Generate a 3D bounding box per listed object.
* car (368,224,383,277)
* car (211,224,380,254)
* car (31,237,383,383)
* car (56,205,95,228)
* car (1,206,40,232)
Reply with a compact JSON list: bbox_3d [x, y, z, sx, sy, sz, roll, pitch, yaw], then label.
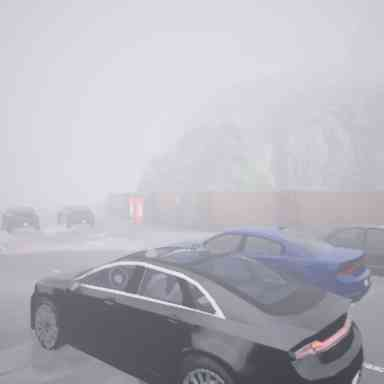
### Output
[{"bbox_3d":[4.818,1.601,9.240,5.357,1.411,2.033,-1,-1,38],"label":"car"},{"bbox_3d":[1.292,1.530,7.699,5.008,1.535,1.882,-1,0,38],"label":"car"},{"bbox_3d":[-0.387,1.527,4.579,4.902,1.511,2.128,-1,-1,38],"label":"car"},{"bbox_3d":[-8.419,1.706,23.908,1.837,1.490,4.892,0,0,-33],"label":"car"},{"bbox_3d":[-11.334,1.701,22.019,1.837,1.490,4.892,0,0,-33],"label":"car"}]
